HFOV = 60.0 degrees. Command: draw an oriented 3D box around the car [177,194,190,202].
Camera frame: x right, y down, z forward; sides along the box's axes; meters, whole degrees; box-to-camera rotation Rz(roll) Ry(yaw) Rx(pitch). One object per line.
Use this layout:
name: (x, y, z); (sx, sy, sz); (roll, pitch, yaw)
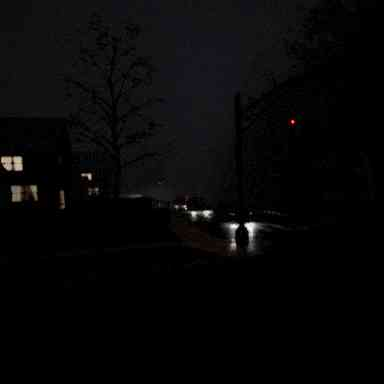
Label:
car: (-1.738, 1.185, 67.360); (1.895, 1.301, 4.718); (-2, 1, -11)

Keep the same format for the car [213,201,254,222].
car: (3.097, 1.431, 26.151); (2.033, 1.411, 5.357); (-2, 1, -11)

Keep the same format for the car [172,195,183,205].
car: (-2.000, 1.222, 53.488); (1.882, 1.535, 5.008); (-2, 1, -10)

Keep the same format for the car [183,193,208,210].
car: (0.561, 1.292, 39.696); (1.882, 1.535, 5.008); (-2, 1, -10)

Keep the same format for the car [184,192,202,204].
car: (0.110, 0.979, 57.466); (2.097, 1.767, 4.553); (-2, 1, -11)
